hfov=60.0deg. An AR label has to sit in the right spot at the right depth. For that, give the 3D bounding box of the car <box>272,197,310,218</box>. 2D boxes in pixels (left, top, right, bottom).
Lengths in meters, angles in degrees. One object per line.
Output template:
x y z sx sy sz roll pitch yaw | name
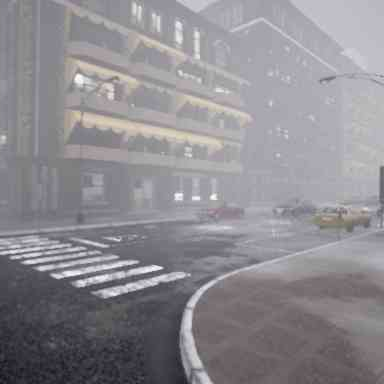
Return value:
8.180 1.198 26.321 2.128 1.511 4.902 1 1 44 | car

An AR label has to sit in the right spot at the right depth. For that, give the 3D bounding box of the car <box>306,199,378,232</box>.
8.299 1.297 18.125 1.752 1.417 4.829 2 2 44 | car

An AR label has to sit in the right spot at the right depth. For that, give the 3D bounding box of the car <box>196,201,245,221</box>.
2.137 1.290 23.809 1.802 1.307 4.206 2 2 44 | car

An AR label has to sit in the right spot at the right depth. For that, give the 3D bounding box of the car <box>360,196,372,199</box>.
23.131 1.107 41.563 1.882 1.535 5.008 1 0 44 | car

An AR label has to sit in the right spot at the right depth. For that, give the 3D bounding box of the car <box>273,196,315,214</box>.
9.746 1.196 31.630 1.752 1.417 4.829 2 2 44 | car

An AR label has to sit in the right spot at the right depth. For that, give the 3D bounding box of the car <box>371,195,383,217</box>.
15.909 1.173 25.943 1.967 1.590 4.097 2 2 44 | car

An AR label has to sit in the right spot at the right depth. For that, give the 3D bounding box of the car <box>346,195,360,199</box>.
21.455 1.152 43.665 1.887 1.381 4.507 2 2 44 | car
